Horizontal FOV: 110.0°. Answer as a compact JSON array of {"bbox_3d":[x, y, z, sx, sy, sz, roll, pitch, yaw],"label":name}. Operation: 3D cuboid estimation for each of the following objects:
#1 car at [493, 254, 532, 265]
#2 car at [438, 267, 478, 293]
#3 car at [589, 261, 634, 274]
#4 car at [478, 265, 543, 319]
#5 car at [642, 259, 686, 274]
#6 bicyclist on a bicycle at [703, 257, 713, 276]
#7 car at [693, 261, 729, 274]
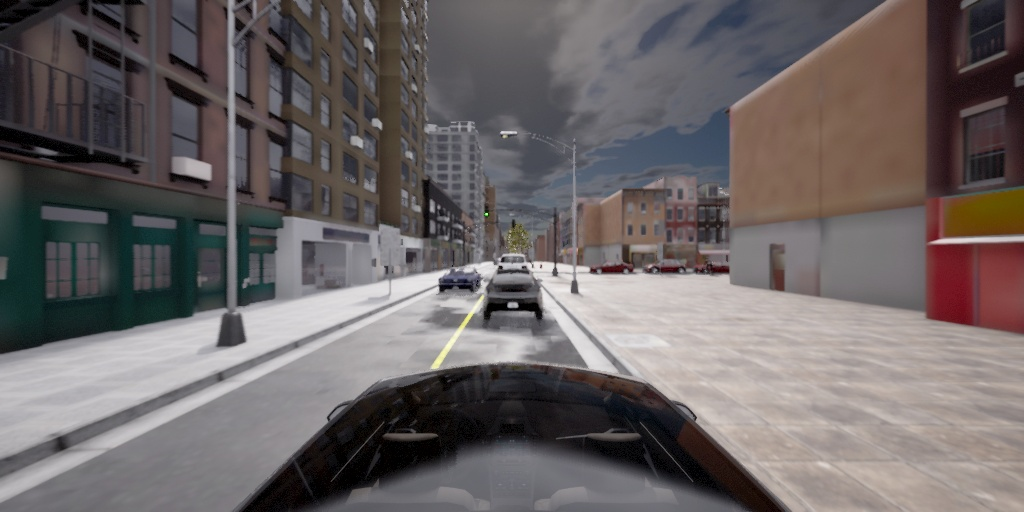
[{"bbox_3d":[0.226,0.887,26.129,2.150,2.045,5.566,0,0,5],"label":"car"},{"bbox_3d":[-2.822,1.280,20.111,1.895,1.301,4.718,0,0,0],"label":"car"},{"bbox_3d":[10.350,1.181,37.461,4.507,1.381,1.888,0,0,0],"label":"car"},{"bbox_3d":[0.053,1.205,12.682,1.837,1.490,4.892,0,-1,1],"label":"car"},{"bbox_3d":[15.813,1.070,37.460,4.097,1.591,1.967,0,0,0],"label":"car"},{"bbox_3d":[17.362,0.954,31.810,0.582,1.620,1.656,0,0,0],"label":"bicyclist on a bicycle"},{"bbox_3d":[21.278,1.171,37.457,4.507,1.381,1.888,0,0,0],"label":"car"}]
